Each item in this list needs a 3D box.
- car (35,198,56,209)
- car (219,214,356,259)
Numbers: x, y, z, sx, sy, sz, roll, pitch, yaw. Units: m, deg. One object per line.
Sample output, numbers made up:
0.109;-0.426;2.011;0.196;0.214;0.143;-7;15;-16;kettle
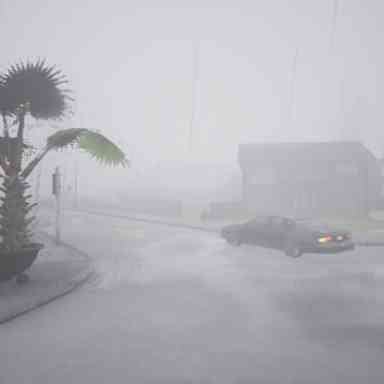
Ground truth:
-20.691;1.606;46.826;1.837;1.490;4.892;0;0;-38;car
3.349;1.542;12.813;2.033;1.411;5.357;0;0;-34;car
